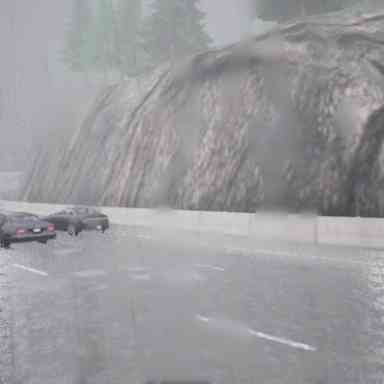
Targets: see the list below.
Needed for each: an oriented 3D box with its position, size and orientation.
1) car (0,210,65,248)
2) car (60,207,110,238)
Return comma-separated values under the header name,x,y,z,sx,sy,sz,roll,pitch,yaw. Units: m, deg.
name,x,y,z,sx,sy,sz,roll,pitch,yaw
car,-8.215,1.623,15.230,5.357,1.411,2.033,0,0,41
car,-6.535,1.573,18.467,4.902,1.511,2.128,0,0,42
